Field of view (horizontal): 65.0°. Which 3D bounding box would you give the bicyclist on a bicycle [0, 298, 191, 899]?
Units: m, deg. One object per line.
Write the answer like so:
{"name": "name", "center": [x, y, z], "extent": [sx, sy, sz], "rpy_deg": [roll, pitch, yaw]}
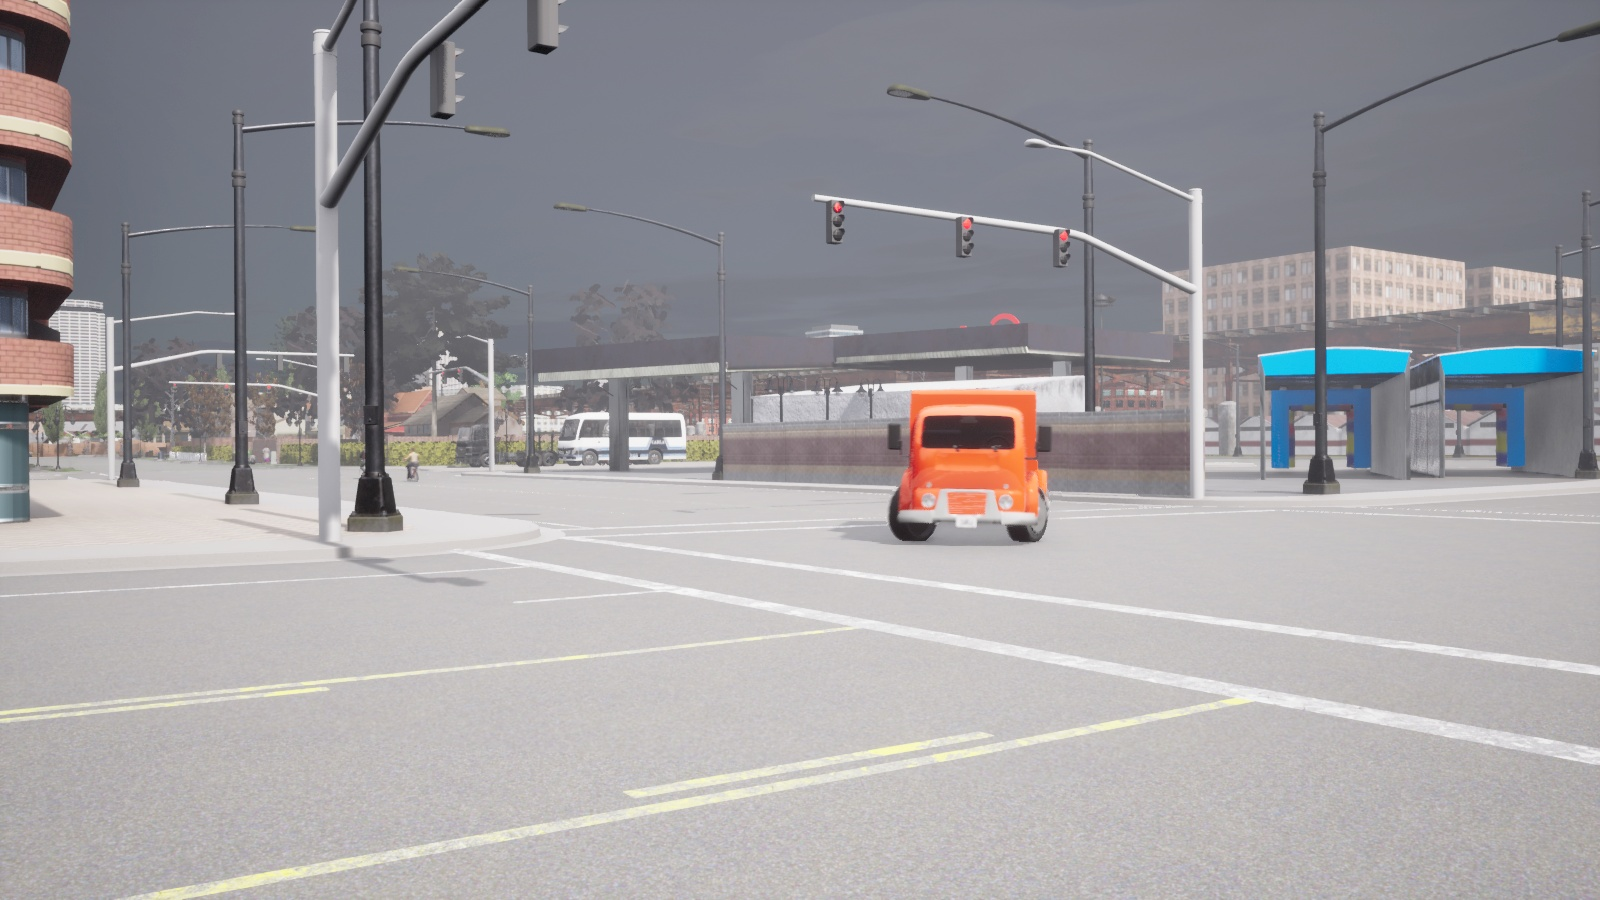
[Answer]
{"name": "bicyclist on a bicycle", "center": [-2.100, 0.623, 2.117], "extent": [1.843, 1.776, 0.659], "rpy_deg": [0, 0, -36]}

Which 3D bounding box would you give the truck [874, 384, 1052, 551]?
{"name": "truck", "center": [2.913, 0.210, 21.365], "extent": [2.627, 2.467, 5.204], "rpy_deg": [1, 1, 11]}
